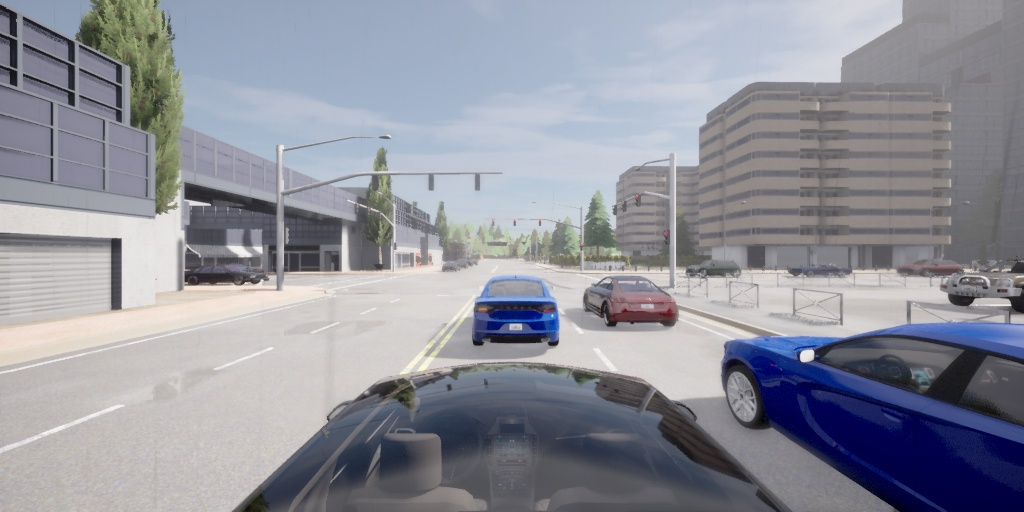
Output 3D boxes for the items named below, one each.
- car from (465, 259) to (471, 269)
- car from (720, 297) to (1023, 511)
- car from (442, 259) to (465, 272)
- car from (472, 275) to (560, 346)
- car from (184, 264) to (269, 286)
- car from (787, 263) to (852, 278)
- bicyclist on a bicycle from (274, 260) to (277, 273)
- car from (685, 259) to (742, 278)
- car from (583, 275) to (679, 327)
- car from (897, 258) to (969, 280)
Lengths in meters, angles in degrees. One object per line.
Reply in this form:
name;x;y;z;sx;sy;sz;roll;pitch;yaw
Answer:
car;-7.977;1.255;56.619;1.837;1.490;4.892;0;0;-1
car;3.603;1.228;2.594;1.882;1.535;5.008;0;0;0
car;-7.838;1.297;46.876;2.033;1.411;5.357;0;0;0
car;0.095;1.228;9.446;1.882;1.535;5.008;0;0;0
car;-19.937;1.297;24.758;5.357;1.411;2.033;0;0;-1
car;28.792;1.351;33.618;4.718;1.301;1.895;0;0;-1
bicyclist on a bicycle;-25.837;1.053;39.663;0.582;1.620;1.656;0;0;-1
car;18.689;1.102;33.411;4.553;1.767;2.097;0;0;-1
car;3.603;1.314;11.578;1.994;1.385;4.181;0;0;0
car;39.299;1.101;33.814;4.553;1.767;2.097;0;0;-1
